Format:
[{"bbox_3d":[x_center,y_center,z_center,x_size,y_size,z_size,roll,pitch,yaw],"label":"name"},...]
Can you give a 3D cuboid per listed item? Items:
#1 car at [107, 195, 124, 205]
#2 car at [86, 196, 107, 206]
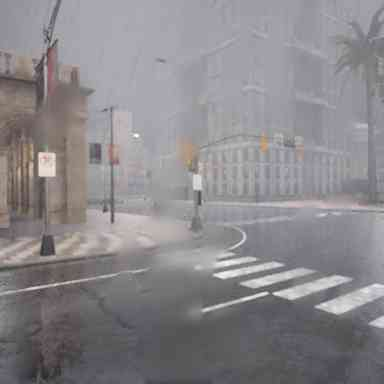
[{"bbox_3d":[-12.374,1.273,52.155,2.128,1.511,4.902,-1,0,-36],"label":"car"},{"bbox_3d":[-14.755,1.382,49.480,1.994,1.385,4.181,-1,0,-36],"label":"car"}]
